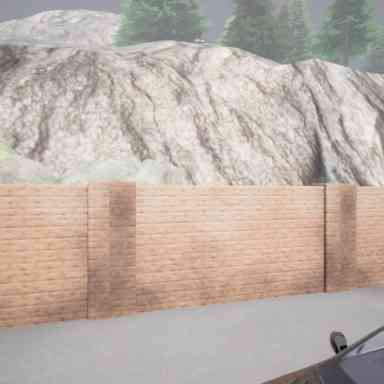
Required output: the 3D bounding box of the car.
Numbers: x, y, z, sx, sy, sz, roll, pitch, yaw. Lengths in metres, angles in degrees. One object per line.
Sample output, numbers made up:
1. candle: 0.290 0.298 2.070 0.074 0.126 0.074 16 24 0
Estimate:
1. car: 2.122 1.492 1.934 4.902 1.511 2.128 0 0 -19
